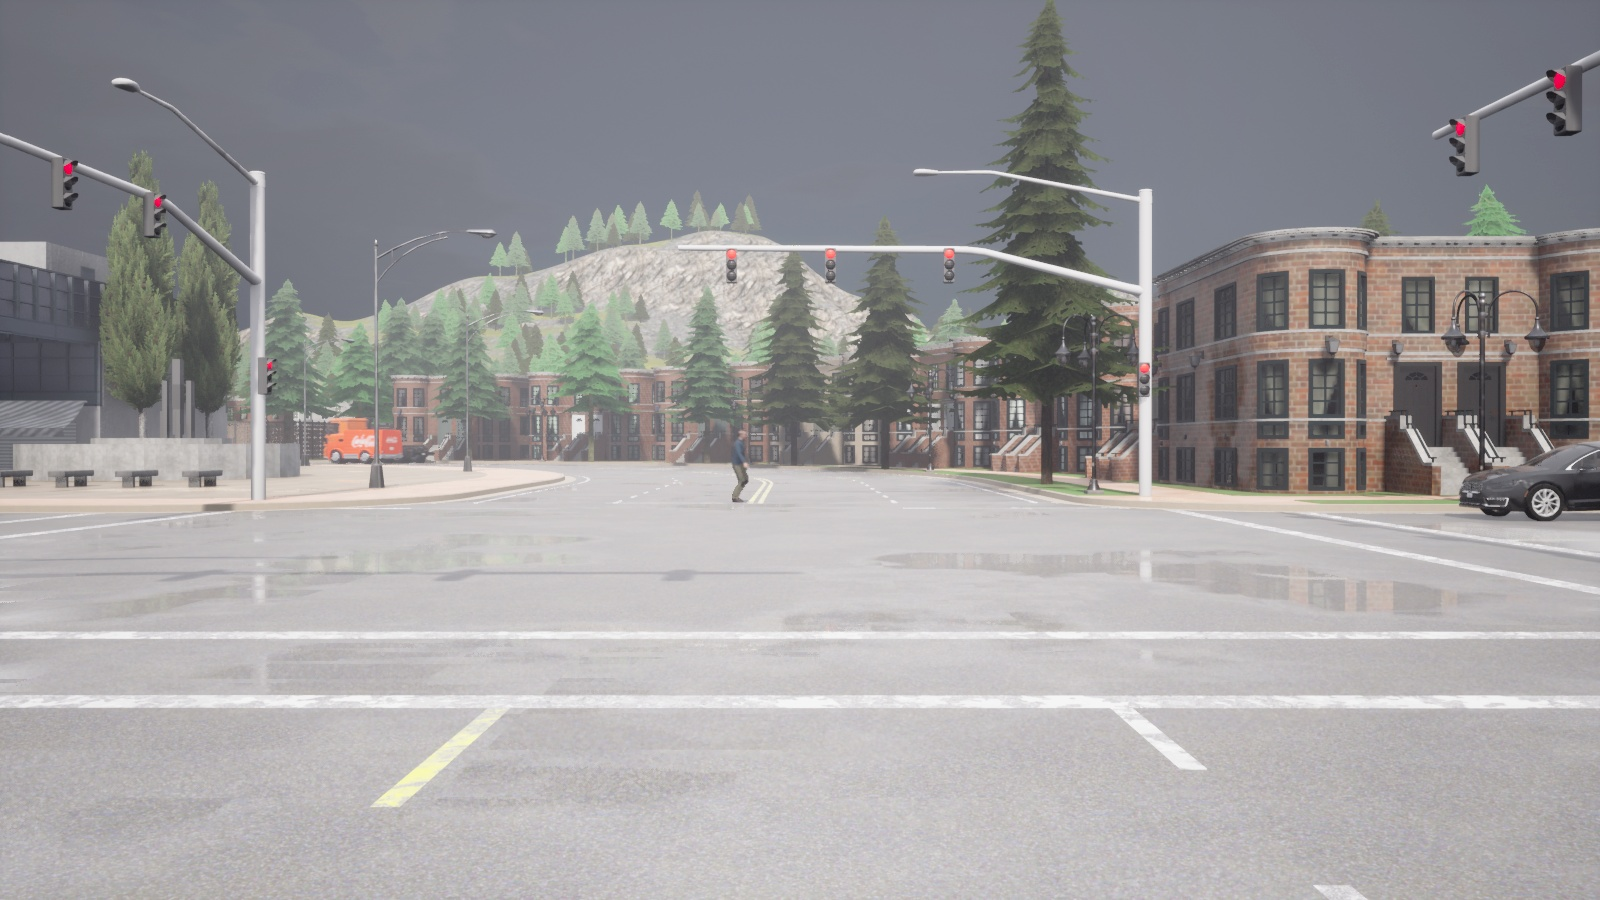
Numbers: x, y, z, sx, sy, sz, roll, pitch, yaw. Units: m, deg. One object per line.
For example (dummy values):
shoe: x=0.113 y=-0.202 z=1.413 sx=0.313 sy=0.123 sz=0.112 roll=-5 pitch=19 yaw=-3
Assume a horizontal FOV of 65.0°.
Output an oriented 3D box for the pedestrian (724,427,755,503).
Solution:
pedestrian: x=-1.475 y=0.361 z=30.759 sx=0.726 sy=1.842 sz=0.402 roll=0 pitch=0 yaw=2

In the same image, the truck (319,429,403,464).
truck: x=-31.390 y=-0.273 z=89.885 sx=5.204 sy=2.467 sz=2.627 roll=0 pitch=0 yaw=20

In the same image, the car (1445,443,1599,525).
car: x=15.468 y=0.624 z=24.434 sx=4.892 sy=1.490 sz=1.837 roll=-1 pitch=0 yaw=0

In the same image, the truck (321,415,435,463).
truck: x=-31.478 y=-0.789 z=93.620 sx=7.936 sy=3.462 sz=2.891 roll=0 pitch=0 yaw=20
